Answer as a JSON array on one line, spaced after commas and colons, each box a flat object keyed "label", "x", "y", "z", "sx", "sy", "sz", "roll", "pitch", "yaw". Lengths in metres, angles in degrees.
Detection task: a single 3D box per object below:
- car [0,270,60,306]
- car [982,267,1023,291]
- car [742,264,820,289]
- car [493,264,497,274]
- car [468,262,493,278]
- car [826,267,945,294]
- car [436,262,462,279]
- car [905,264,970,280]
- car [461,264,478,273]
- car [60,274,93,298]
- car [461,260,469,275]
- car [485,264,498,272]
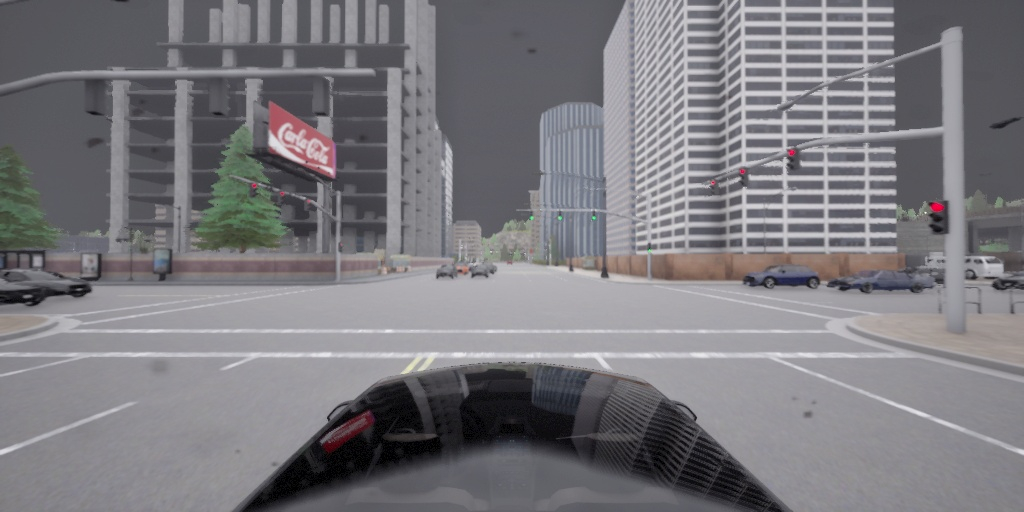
[{"label": "car", "x": -22.294, "y": 1.383, "z": 14.661, "sx": 5.008, "sy": 1.535, "sz": 1.882, "roll": 0, "pitch": -1, "yaw": 0}, {"label": "car", "x": 32.579, "y": 1.551, "z": 22.117, "sx": 4.181, "sy": 1.385, "sz": 1.994, "roll": 0, "pitch": -1, "yaw": 0}, {"label": "car", "x": 19.061, "y": 1.381, "z": 25.567, "sx": 4.553, "sy": 1.767, "sz": 2.097, "roll": 0, "pitch": -1, "yaw": 0}, {"label": "car", "x": -3.561, "y": 1.685, "z": 51.188, "sx": 2.097, "sy": 1.767, "sz": 4.553, "roll": 0, "pitch": -1, "yaw": 0}, {"label": "car", "x": -3.582, "y": 1.718, "z": 41.062, "sx": 1.837, "sy": 1.490, "sz": 4.892, "roll": 0, "pitch": -1, "yaw": 0}, {"label": "car", "x": 22.667, "y": 1.535, "z": 22.083, "sx": 5.357, "sy": 1.411, "sz": 2.033, "roll": 0, "pitch": -1, "yaw": 0}, {"label": "car", "x": -7.083, "y": 1.700, "z": 39.516, "sx": 1.837, "sy": 1.490, "sz": 4.892, "roll": 0, "pitch": -1, "yaw": 0}, {"label": "car", "x": 28.911, "y": 1.533, "z": 25.604, "sx": 4.892, "sy": 1.490, "sz": 1.837, "roll": 0, "pitch": -1, "yaw": 0}, {"label": "car", "x": -6.999, "y": 1.976, "z": 59.319, "sx": 2.033, "sy": 1.411, "sz": 5.357, "roll": 0, "pitch": -1, "yaw": 1}, {"label": "car", "x": -24.334, "y": 1.451, "z": 18.150, "sx": 4.892, "sy": 1.490, "sz": 1.837, "roll": 0, "pitch": -1, "yaw": 0}, {"label": "car", "x": -7.068, "y": 1.656, "z": 48.723, "sx": 2.097, "sy": 1.767, "sz": 4.553, "roll": 0, "pitch": -1, "yaw": 0}, {"label": "car", "x": -3.484, "y": 2.052, "z": 61.222, "sx": 1.895, "sy": 1.301, "sz": 4.718, "roll": 0, "pitch": -1, "yaw": 0}]
